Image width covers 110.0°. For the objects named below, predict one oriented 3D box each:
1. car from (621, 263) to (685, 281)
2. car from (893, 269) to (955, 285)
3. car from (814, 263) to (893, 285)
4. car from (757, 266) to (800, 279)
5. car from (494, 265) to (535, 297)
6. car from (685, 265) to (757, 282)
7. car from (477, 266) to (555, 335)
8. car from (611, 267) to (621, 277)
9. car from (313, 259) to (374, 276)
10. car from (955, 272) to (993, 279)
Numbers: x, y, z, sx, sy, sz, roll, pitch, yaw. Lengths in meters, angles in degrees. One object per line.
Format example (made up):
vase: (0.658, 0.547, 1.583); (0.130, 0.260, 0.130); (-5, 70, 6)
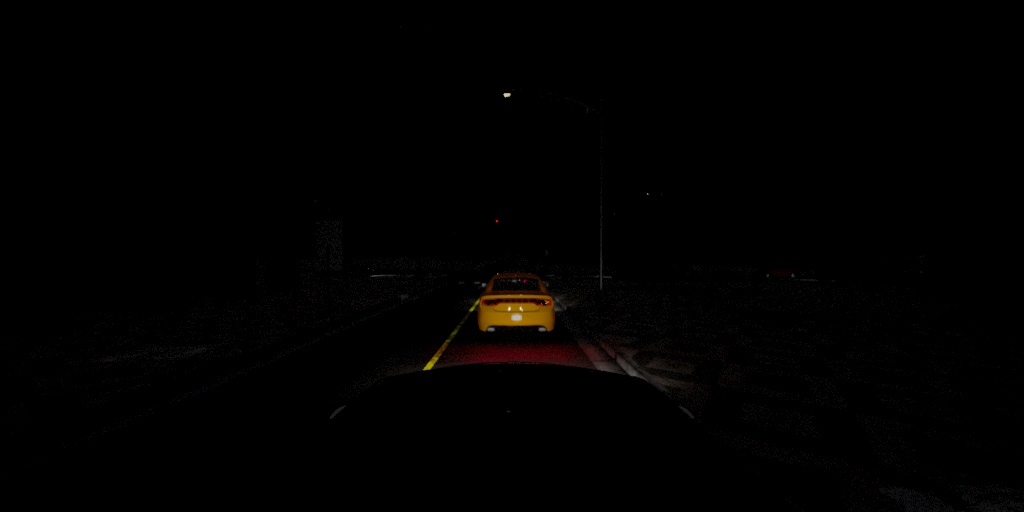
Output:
car: (12.146, 1.513, 31.032); (4.313, 1.339, 1.948); (0, 0, 0)
car: (34.719, 1.853, 31.014); (4.507, 1.381, 1.888); (0, 0, 0)
car: (29.075, 1.530, 31.018); (5.009, 1.841, 2.192); (0, 0, 0)
car: (29.090, 1.752, 39.544); (4.507, 1.381, 1.888); (0, 0, 0)
car: (0.113, 1.290, 20.306); (2.033, 1.411, 5.357); (0, 0, 0)
car: (17.958, 1.560, 31.027); (4.829, 1.417, 1.751); (0, 0, 0)
car: (0.104, 1.224, 10.479); (1.882, 1.535, 5.008); (0, 0, 0)
car: (12.703, 1.455, 36.891); (4.892, 1.490, 1.837); (1, 0, 0)
car: (-14.762, 1.105, 30.957); (4.403, 1.370, 2.007); (0, 0, 0)
car: (40.369, 1.985, 31.009); (4.207, 1.307, 1.802); (0, 0, 0)
